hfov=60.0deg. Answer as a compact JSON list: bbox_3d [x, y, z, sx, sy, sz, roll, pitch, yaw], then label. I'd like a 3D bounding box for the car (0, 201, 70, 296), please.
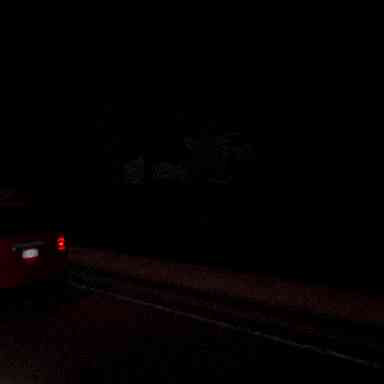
[{"bbox_3d":[-5.147,1.216,7.659,5.566,2.045,2.150,0,0,36],"label":"car"}]
